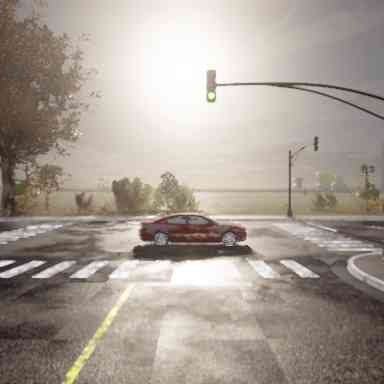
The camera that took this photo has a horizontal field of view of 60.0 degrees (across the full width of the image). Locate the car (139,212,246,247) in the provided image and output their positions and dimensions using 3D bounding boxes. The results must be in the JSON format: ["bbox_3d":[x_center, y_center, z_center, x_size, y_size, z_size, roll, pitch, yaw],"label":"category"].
[{"bbox_3d":[0.041,1.700,15.693,5.008,1.535,1.882,0,0,0],"label":"car"}]
